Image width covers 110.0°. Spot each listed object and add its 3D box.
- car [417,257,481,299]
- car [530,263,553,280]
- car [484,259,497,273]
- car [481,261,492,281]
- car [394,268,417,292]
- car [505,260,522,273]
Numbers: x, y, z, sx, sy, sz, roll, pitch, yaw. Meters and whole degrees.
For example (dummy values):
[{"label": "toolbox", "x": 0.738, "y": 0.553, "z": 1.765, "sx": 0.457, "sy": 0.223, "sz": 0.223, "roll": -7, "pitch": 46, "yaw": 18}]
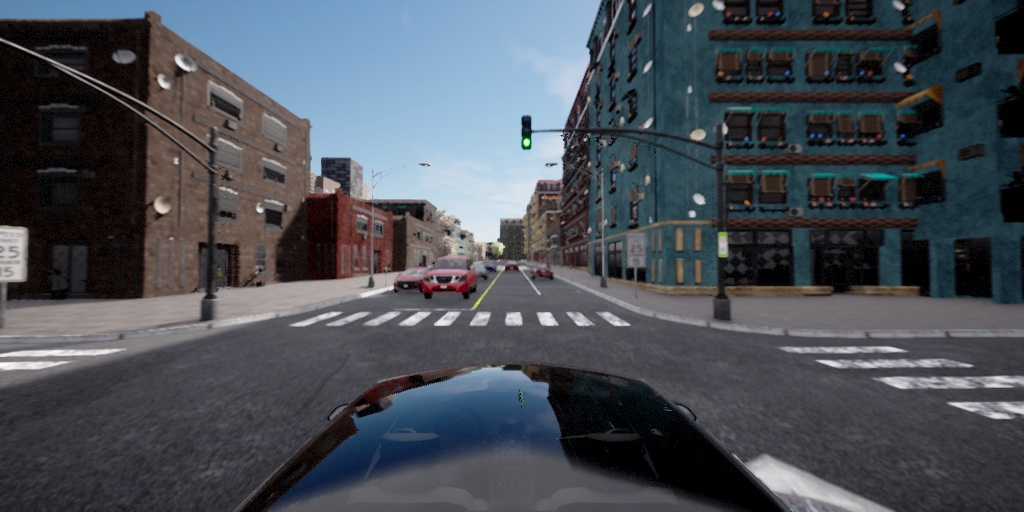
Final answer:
[{"label": "car", "x": -3.089, "y": 1.045, "z": 18.980, "sx": 2.150, "sy": 2.045, "sz": 5.566, "roll": 0, "pitch": 0, "yaw": 0}, {"label": "car", "x": 2.689, "y": 1.325, "z": 33.135, "sx": 1.967, "sy": 1.591, "sz": 4.097, "roll": 0, "pitch": 0, "yaw": 0}, {"label": "car", "x": -3.062, "y": 1.297, "z": 47.405, "sx": 2.097, "sy": 1.767, "sz": 4.553, "roll": 0, "pitch": 0, "yaw": 0}, {"label": "car", "x": -3.091, "y": 1.407, "z": 32.313, "sx": 1.812, "sy": 1.442, "sz": 4.674, "roll": 0, "pitch": 0, "yaw": 0}, {"label": "car", "x": -5.767, "y": 1.380, "z": 21.705, "sx": 1.888, "sy": 1.381, "sz": 4.507, "roll": 0, "pitch": 0, "yaw": 0}, {"label": "car", "x": -0.003, "y": 1.431, "z": 48.962, "sx": 1.882, "sy": 1.535, "sz": 5.008, "roll": 0, "pitch": 0, "yaw": 0}]
